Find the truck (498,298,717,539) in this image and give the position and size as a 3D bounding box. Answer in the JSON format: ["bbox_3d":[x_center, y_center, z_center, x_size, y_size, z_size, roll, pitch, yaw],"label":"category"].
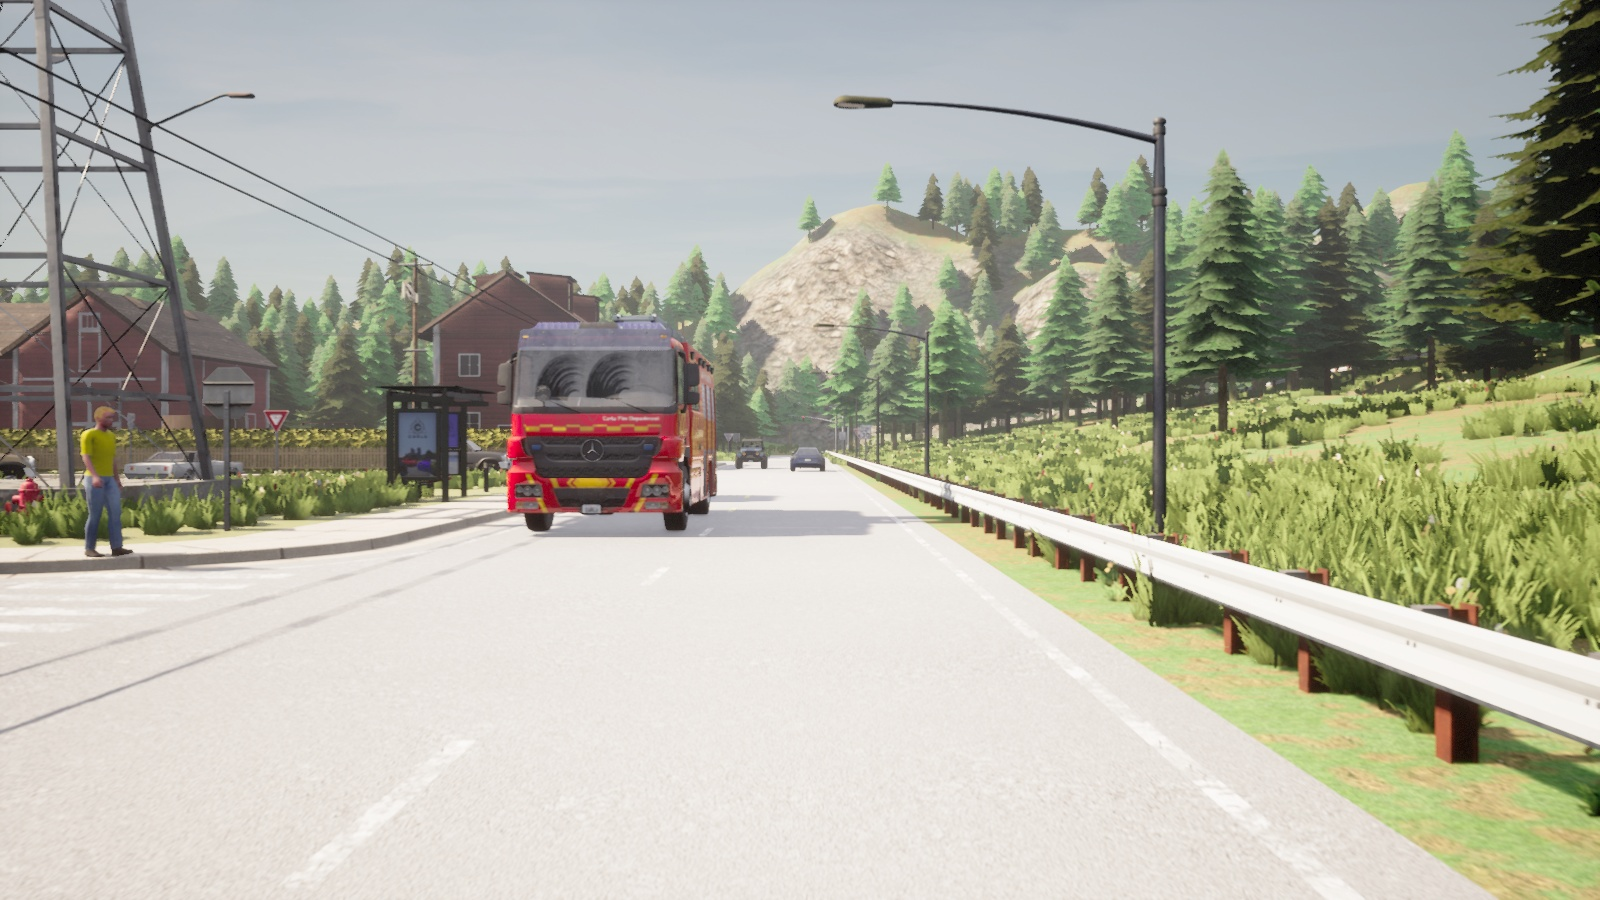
[{"bbox_3d":[-3.341,-0.518,24.205,2.891,3.827,8.468,0,0,0],"label":"truck"}]

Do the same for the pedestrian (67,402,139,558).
[{"bbox_3d":[-8.365,0.350,15.064,0.706,1.836,0.354,0,0,15],"label":"pedestrian"}]

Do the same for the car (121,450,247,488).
[{"bbox_3d":[-22.241,0.646,45.559,1.895,1.301,4.718,0,0,6],"label":"car"}]

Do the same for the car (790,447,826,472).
[{"bbox_3d":[0.442,0.520,72.369,1.994,1.385,4.181,0,0,0],"label":"car"}]

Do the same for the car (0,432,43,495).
[{"bbox_3d":[-25.099,0.395,36.928,4.605,1.855,1.932,0,0,-39],"label":"car"}]

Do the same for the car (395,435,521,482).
[{"bbox_3d":[-13.777,0.348,50.761,4.605,1.855,1.932,0,0,0],"label":"car"}]

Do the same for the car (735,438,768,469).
[{"bbox_3d":[-3.023,0.225,78.485,1.905,1.878,3.866,0,0,0],"label":"car"}]
